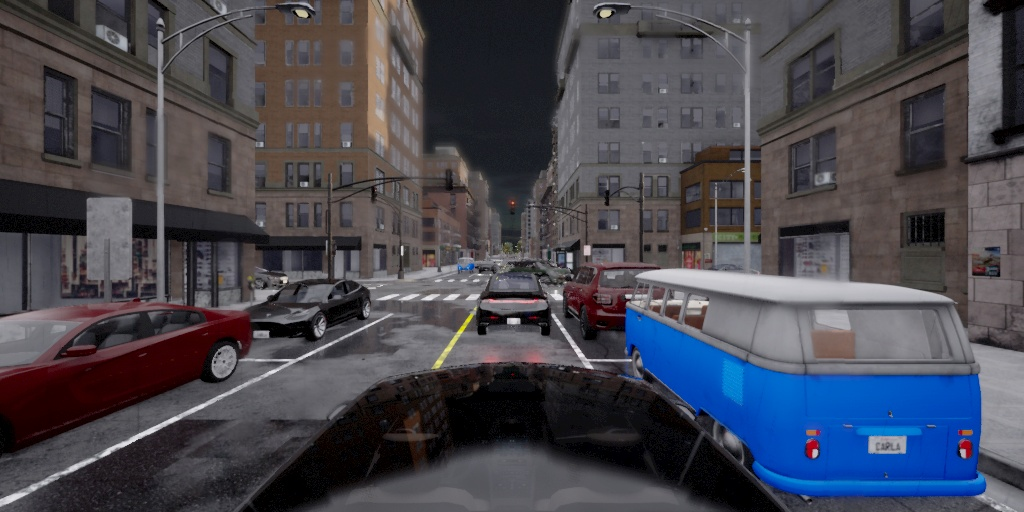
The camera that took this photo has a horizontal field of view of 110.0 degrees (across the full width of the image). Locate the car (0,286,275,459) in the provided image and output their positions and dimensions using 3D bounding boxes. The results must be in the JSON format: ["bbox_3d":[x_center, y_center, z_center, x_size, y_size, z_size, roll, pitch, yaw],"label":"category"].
[{"bbox_3d":[-5.380,1.295,4.379,1.888,1.381,4.507,0,0,0],"label":"car"}]

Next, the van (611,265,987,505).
[{"bbox_3d":[2.645,1.091,4.371,1.690,1.789,3.998,0,0,0],"label":"van"}]

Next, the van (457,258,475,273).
[{"bbox_3d":[-5.366,1.087,41.854,1.690,1.789,3.998,0,0,0],"label":"van"}]

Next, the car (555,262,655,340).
[{"bbox_3d":[2.650,1.065,9.883,2.192,1.841,5.009,0,0,0],"label":"car"}]

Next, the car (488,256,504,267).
[{"bbox_3d":[-2.775,0.963,59.680,2.150,2.045,5.566,0,0,0],"label":"car"}]

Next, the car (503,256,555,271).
[{"bbox_3d":[1.842,1.085,24.013,2.097,1.767,4.553,0,0,-42],"label":"car"}]

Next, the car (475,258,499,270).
[{"bbox_3d":[-2.810,1.253,41.407,1.837,1.490,4.892,0,0,0],"label":"car"}]

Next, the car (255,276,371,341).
[{"bbox_3d":[-5.375,1.316,9.890,1.948,1.339,4.313,0,0,0],"label":"car"}]

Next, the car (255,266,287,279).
[{"bbox_3d":[-16.223,1.305,21.771,4.902,1.511,2.128,0,0,0],"label":"car"}]

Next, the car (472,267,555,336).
[{"bbox_3d":[0.058,1.241,10.425,2.128,1.511,4.902,0,0,0],"label":"car"}]

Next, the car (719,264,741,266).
[{"bbox_3d":[14.680,1.242,24.744,4.181,1.385,1.994,0,0,0],"label":"car"}]
